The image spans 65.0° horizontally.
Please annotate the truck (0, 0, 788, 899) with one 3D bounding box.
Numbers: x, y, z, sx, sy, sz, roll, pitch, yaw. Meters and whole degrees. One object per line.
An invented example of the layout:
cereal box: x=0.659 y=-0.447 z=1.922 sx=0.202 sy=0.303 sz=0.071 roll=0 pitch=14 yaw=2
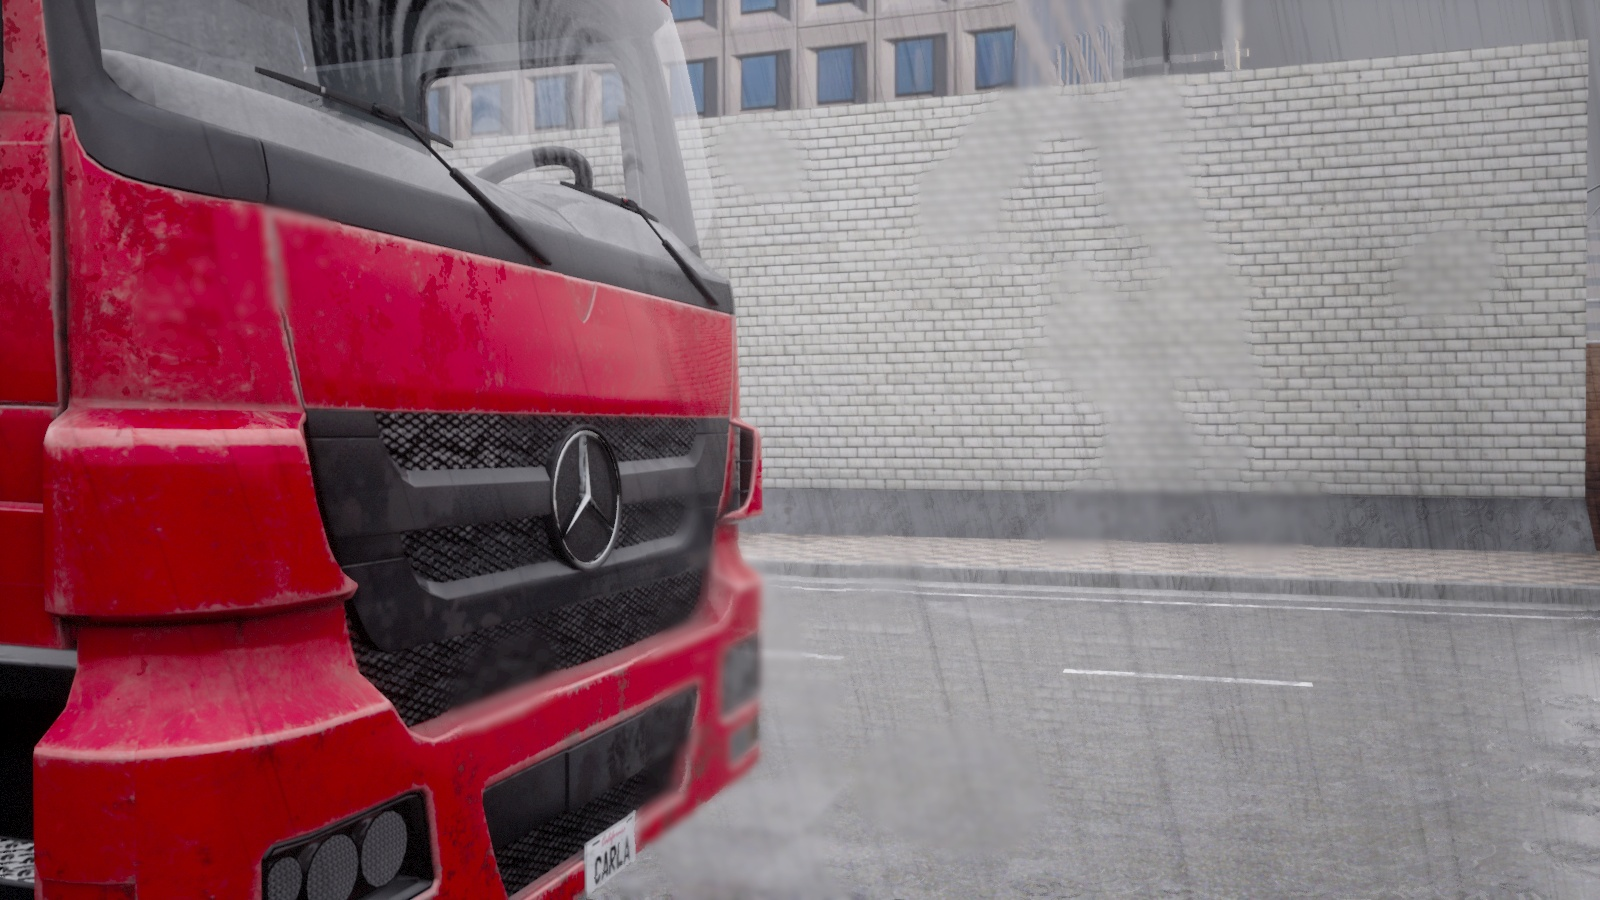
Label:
truck: x=-4.278 y=-0.248 z=4.615 sx=7.936 sy=3.462 sz=2.891 roll=1 pitch=1 yaw=19
